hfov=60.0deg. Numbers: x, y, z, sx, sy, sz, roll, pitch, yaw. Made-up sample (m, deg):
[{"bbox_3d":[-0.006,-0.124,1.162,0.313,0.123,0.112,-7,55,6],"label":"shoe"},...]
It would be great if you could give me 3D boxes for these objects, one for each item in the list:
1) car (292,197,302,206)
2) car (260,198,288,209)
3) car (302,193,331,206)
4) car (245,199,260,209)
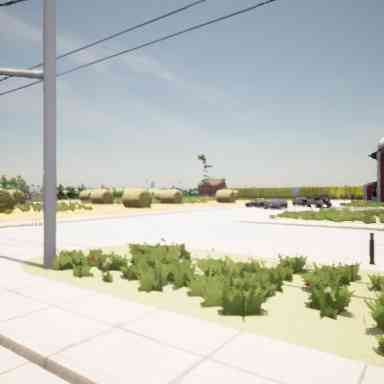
[{"bbox_3d":[17.115,1.501,52.016,2.128,1.511,4.902,0,0,34],"label":"car"},{"bbox_3d":[10.941,1.508,42.966,1.994,1.385,4.181,-1,0,35],"label":"car"},{"bbox_3d":[16.796,1.144,44.196,1.905,1.878,3.866,-6,-1,-8],"label":"car"},{"bbox_3d":[9.109,1.603,46.619,1.895,1.301,4.718,-1,-1,35],"label":"car"}]
